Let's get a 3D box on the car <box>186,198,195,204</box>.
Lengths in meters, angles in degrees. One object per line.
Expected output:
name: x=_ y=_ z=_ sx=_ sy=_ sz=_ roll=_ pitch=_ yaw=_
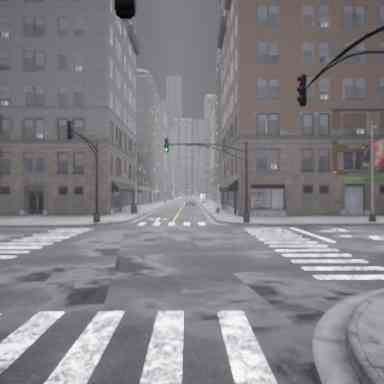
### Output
car: x=-0.314 y=1.946 z=73.274 sx=1.895 sy=1.301 sz=4.718 roll=0 pitch=0 yaw=0

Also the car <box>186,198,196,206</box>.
car: x=-0.253 y=2.048 z=63.269 sx=1.895 sy=1.301 sz=4.718 roll=0 pitch=0 yaw=0
